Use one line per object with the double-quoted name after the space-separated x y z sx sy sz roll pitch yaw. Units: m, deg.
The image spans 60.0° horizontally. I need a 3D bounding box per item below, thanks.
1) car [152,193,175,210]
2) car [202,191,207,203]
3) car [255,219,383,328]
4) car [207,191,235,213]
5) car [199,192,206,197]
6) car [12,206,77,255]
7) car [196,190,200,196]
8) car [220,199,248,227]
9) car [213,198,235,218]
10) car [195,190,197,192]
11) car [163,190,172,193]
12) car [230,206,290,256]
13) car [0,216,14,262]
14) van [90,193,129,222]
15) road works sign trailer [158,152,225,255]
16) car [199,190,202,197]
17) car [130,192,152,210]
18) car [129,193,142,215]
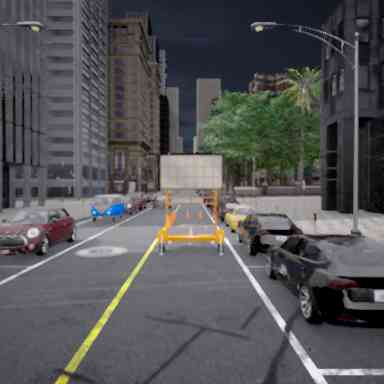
-3.167 1.099 36.460 1.812 1.442 4.674 0 1 0 "car"
2.682 0.850 39.712 2.192 1.841 5.009 0 1 0 "car"
2.749 1.485 6.797 1.947 1.339 4.313 0 1 0 "car"
2.704 0.979 28.739 2.192 1.841 5.009 0 1 0 "car"
2.595 0.565 82.664 1.802 1.307 4.206 0 1 0 "car"
-5.788 1.295 12.275 1.967 1.590 4.097 0 1 0 "car"
2.606 0.622 77.245 1.947 1.339 4.313 0 1 0 "car"
2.726 1.315 17.939 1.752 1.417 4.829 0 1 0 "car"
2.715 1.309 23.256 1.802 1.307 4.206 0 1 0 "car"
2.584 0.350 88.082 1.967 1.590 4.097 0 1 0 "car"
-5.919 0.371 77.243 2.192 1.841 5.009 0 1 0 "car"
2.737 1.421 12.283 1.947 1.339 4.313 0 1 0 "car"
-5.776 1.447 6.619 1.752 1.417 4.829 0 1 0 "car"
-5.810 1.069 23.249 1.690 1.788 3.998 0 1 0 "van"
-0.026 0.316 12.560 2.380 3.560 2.880 0 1 0 "road works sign trailer"
2.660 0.717 50.685 2.192 1.841 5.009 0 1 0 "car"
-5.833 0.915 34.223 2.192 1.841 5.009 0 1 0 "car"
-5.821 1.104 28.737 1.967 1.590 4.097 0 1 0 "car"
